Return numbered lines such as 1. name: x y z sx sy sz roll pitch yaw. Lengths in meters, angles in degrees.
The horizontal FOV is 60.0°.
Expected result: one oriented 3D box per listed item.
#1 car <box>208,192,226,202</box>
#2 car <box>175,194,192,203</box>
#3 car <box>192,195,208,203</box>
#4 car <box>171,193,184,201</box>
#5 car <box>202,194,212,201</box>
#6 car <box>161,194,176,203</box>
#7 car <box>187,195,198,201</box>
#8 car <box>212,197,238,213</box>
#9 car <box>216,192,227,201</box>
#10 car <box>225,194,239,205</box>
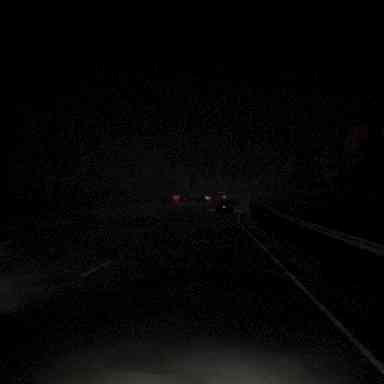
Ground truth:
1. car: 5.237 1.199 67.739 2.150 2.045 5.566 0 0 10
2. car: -1.601 1.494 69.288 1.812 1.442 4.674 0 0 10
3. car: 1.781 1.450 68.294 1.882 1.535 5.008 0 0 10
4. car: -3.388 1.159 79.706 2.097 1.767 4.553 0 0 10
5. car: 3.519 1.331 78.568 1.812 1.442 4.674 0 0 10
6. car: -5.121 1.467 69.461 1.837 1.490 4.892 0 0 10
7. car: 0.068 1.358 79.151 1.994 1.385 4.181 0 0 10
8. car: 3.719 1.552 37.075 1.994 1.385 4.181 0 0 9
9. car: 6.975 1.033 78.013 2.150 2.045 5.566 0 0 10
10. car: 7.054 1.508 56.980 1.812 1.442 4.674 0 0 9
